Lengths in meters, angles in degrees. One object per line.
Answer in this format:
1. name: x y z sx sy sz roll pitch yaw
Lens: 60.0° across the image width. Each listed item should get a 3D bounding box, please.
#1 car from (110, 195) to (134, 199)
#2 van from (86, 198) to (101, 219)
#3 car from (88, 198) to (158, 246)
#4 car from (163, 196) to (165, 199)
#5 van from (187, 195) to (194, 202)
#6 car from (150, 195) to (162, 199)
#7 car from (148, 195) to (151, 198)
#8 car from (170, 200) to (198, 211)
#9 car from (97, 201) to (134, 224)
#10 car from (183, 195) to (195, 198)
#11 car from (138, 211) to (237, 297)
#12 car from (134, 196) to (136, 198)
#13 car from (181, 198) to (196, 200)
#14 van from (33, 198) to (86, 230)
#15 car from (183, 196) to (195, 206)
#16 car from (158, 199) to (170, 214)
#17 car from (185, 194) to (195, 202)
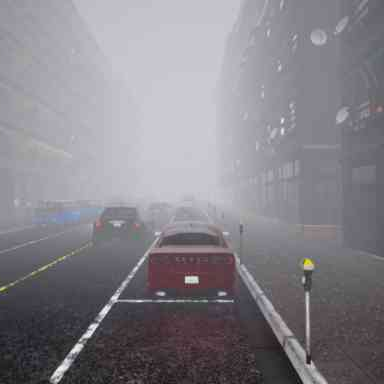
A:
1. car: -8.313 1.365 37.346 2.192 1.841 5.009 1 0 0
2. van: -8.313 1.368 26.285 1.690 1.788 3.998 1 0 0
3. car: -3.020 1.363 15.558 2.097 1.767 4.553 0 0 0
4. car: -8.323 1.847 92.652 1.802 1.307 4.206 1 0 0
5. van: -0.471 1.575 87.068 1.690 1.788 3.998 1 0 0
6. car: -8.315 1.471 70.528 2.192 1.841 5.009 1 0 0
7. car: -8.320 1.660 53.938 1.947 1.339 4.313 1 0 0
8. car: -0.437 1.572 26.224 1.887 1.381 4.507 1 0 0
9. car: -5.868 1.531 26.141 1.837 1.490 4.892 0 0 0
10. car: -0.428 1.490 37.286 1.967 1.590 4.097 1 0 0
11. car: -0.006 1.482 8.653 1.882 1.535 5.008 0 0 0
12. car: -8.313 1.379 42.876 2.192 1.841 5.009 1 0 0
13. car: -0.437 1.582 31.754 1.887 1.381 4.507 1 0 0
14. van: -8.312 1.359 20.753 1.690 1.788 3.998 2 0 0
15. car: -0.471 1.553 59.411 1.967 1.590 4.097 1 0 0
16. car: -2.927 1.580 29.572 2.033 1.411 5.357 0 0 0
17. car: -0.470 1.521 81.536 2.192 1.841 5.009 1 0 0
